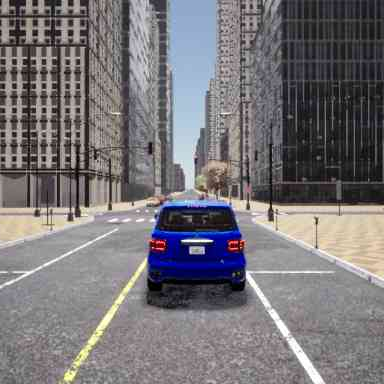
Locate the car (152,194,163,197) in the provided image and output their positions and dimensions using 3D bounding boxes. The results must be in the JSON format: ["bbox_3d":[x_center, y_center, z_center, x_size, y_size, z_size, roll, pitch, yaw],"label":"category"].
[{"bbox_3d":[-5.819,1.485,50.113,1.752,1.417,4.829,0,0,0],"label":"car"}]

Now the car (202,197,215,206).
[{"bbox_3d":[2.790,1.500,55.961,2.008,1.369,4.403,0,0,0],"label":"car"}]

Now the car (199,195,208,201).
[{"bbox_3d":[2.690,1.419,78.829,1.752,1.417,4.829,0,0,0],"label":"car"}]

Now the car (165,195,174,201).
[{"bbox_3d":[-5.691,1.428,84.339,2.008,1.369,4.403,0,0,0],"label":"car"}]

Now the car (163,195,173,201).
[{"bbox_3d":[-5.691,1.438,78.663,1.887,1.381,4.507,0,0,0],"label":"car"}]

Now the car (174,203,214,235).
[{"bbox_3d":[0.095,1.486,19.842,2.128,1.511,4.902,0,0,0],"label":"car"}]

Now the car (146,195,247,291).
[{"bbox_3d":[0.098,1.221,9.112,2.150,2.045,5.566,0,0,0],"label":"car"}]

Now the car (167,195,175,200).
[{"bbox_3d":[-5.691,1.411,90.014,2.008,1.369,4.403,0,0,0],"label":"car"}]

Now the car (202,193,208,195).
[{"bbox_3d":[2.821,1.400,50.283,1.967,1.590,4.097,0,0,0],"label":"car"}]

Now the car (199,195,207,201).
[{"bbox_3d":[2.689,1.422,84.333,1.887,1.381,4.507,0,0,0],"label":"car"}]

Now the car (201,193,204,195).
[{"bbox_3d":[2.691,1.224,72.984,2.192,1.841,5.009,0,0,0],"label":"car"}]
